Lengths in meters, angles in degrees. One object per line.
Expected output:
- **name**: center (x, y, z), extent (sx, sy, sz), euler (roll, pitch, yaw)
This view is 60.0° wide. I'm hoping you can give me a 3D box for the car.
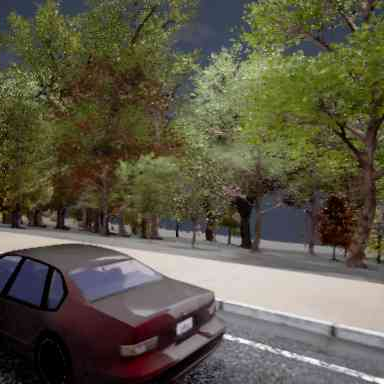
- **car**: center (-2.130, 1.550, 5.193), extent (5.357, 1.411, 2.033), euler (0, 0, 35)
